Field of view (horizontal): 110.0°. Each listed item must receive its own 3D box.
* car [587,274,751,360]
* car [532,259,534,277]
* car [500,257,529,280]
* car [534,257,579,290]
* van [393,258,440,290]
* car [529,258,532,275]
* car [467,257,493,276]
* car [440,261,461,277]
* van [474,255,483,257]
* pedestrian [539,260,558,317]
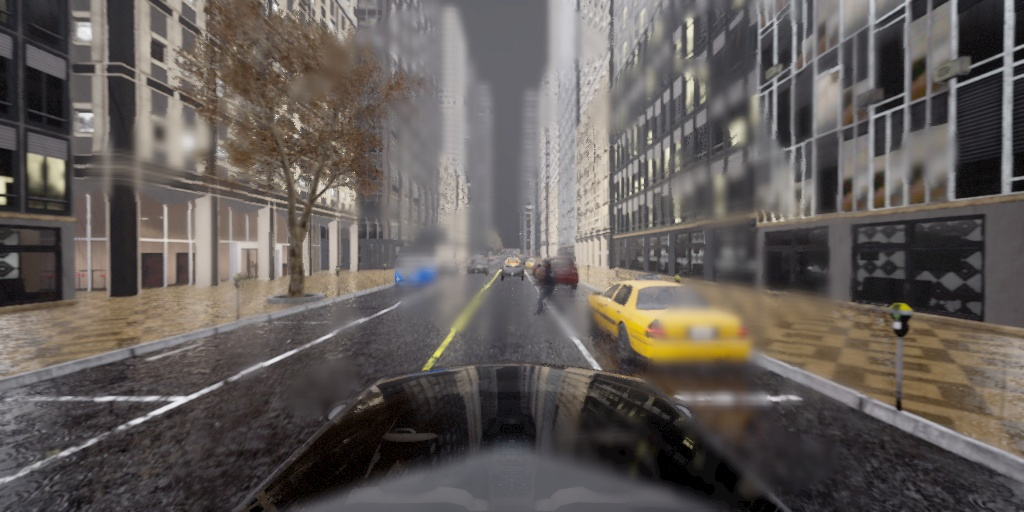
[{"bbox_3d":[3.000,1.176,8.210,1.801,1.575,5.366,0,0,0],"label":"car"},{"bbox_3d":[2.694,1.157,27.191,1.751,1.417,4.829,0,0,0],"label":"car"},{"bbox_3d":[0.062,1.114,29.060,2.128,1.511,4.902,0,0,0],"label":"car"},{"bbox_3d":[2.693,0.974,21.324,2.192,1.841,5.009,0,0,0],"label":"car"},{"bbox_3d":[-5.688,1.000,21.330,1.690,1.789,3.998,0,0,0],"label":"van"},{"bbox_3d":[2.695,1.149,32.720,1.888,1.381,4.507,0,0,0],"label":"car"},{"bbox_3d":[-3.086,1.102,34.222,1.837,1.490,4.892,0,0,0],"label":"car"},{"bbox_3d":[-5.685,1.154,32.724,2.007,1.370,4.403,0,0,0],"label":"car"},{"bbox_3d":[-5.680,0.793,61.218,1.690,1.789,3.998,0,0,0],"label":"van"},{"bbox_3d":[1.132,1.001,11.198,0.375,1.860,0.375,0,1,0],"label":"pedestrian"}]
